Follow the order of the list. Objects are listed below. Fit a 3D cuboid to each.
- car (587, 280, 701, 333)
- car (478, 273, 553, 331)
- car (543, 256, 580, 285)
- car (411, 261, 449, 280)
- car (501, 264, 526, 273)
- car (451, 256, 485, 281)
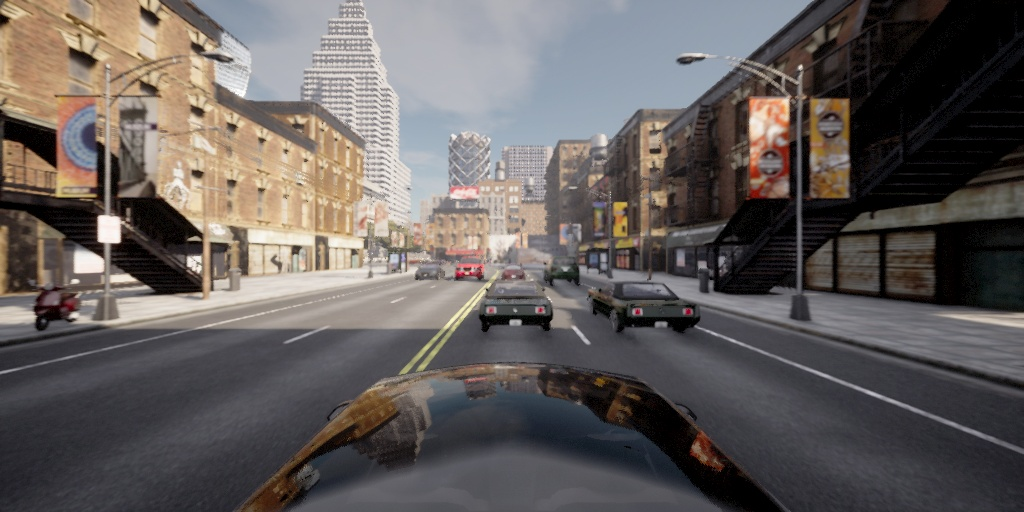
[{"bbox_3d":[3.598,1.375,10.837,1.895,1.301,4.718,0,0,0],"label":"car"},{"bbox_3d":[0.099,1.373,11.092,1.895,1.301,4.718,0,0,0],"label":"car"},{"bbox_3d":[3.615,1.033,26.726,2.150,2.045,5.566,0,0,0],"label":"car"},{"bbox_3d":[-7.076,1.378,31.281,1.994,1.385,4.181,0,0,0],"label":"car"},{"bbox_3d":[0.116,1.339,28.750,1.812,1.442,4.674,0,0,0],"label":"car"},{"bbox_3d":[-3.571,1.038,31.257,2.150,2.045,5.566,0,0,0],"label":"car"}]
